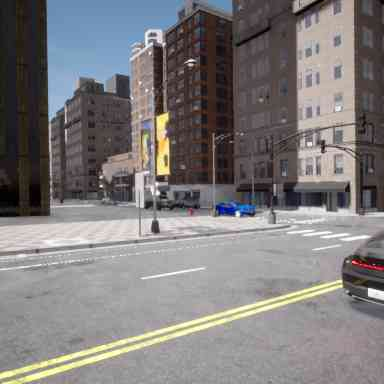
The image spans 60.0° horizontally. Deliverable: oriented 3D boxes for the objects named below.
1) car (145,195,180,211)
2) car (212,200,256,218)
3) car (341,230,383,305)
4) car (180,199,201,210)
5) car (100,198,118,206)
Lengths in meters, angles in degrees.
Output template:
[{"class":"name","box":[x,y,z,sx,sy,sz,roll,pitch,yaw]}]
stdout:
[{"class":"car","box":[-4.398,1.371,43.911,2.150,2.045,5.566,-1,0,-35]},{"class":"car","box":[3.994,1.576,31.989,1.882,1.535,5.008,-1,0,-34]},{"class":"car","box":[5.135,1.504,7.103,4.892,1.490,1.837,0,0,-36]},{"class":"car","box":[-1.014,1.636,44.664,2.033,1.411,5.357,-1,0,-35]},{"class":"car","box":[-14.734,1.738,58.752,1.812,1.442,4.674,-1,0,-35]}]
